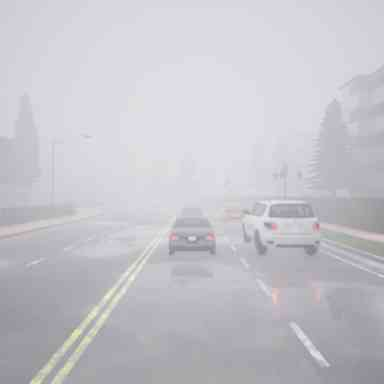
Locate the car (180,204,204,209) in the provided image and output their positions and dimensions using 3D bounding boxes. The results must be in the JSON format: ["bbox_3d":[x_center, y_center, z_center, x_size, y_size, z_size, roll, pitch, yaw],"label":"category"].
[{"bbox_3d":[0.014,1.765,29.268,2.128,1.511,4.902,0,0,0],"label":"car"}]

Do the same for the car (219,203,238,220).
[{"bbox_3d":[3.514,1.752,29.463,1.882,1.535,5.008,0,0,0],"label":"car"}]

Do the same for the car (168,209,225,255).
[{"bbox_3d":[0.009,1.678,13.970,2.033,1.411,5.357,0,-1,0],"label":"car"}]

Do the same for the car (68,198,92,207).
[{"bbox_3d":[-21.106,1.925,61.623,4.553,1.767,2.097,0,-1,41],"label":"car"}]

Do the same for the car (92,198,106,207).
[{"bbox_3d":[-18.608,1.950,64.238,4.553,1.767,2.097,-1,-1,41],"label":"car"}]

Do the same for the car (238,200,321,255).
[{"bbox_3d":[3.508,1.347,14.002,2.150,2.045,5.566,0,0,0],"label":"car"}]
